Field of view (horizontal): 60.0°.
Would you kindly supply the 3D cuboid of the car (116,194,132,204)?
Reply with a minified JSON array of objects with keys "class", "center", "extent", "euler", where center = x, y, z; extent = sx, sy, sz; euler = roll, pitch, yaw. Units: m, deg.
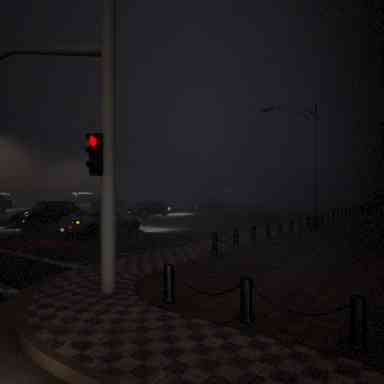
[{"class":"car","center":[-12.091,1.451,53.426],"extent":[1.970,1.475,3.806],"euler":[0,0,36]}]

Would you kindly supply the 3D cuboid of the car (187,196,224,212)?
[{"class":"car","center":[1.988,1.547,39.432],"extent":[2.128,1.511,4.902],"euler":[0,0,36]}]

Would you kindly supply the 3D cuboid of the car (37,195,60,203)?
[{"class":"car","center":[-28.057,1.419,65.126],"extent":[1.784,1.438,3.905],"euler":[0,0,36]}]

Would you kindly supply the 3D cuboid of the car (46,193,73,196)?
[{"class":"car","center":[-25.761,1.209,63.359],"extent":[1.932,1.855,4.605],"euler":[0,0,36]}]

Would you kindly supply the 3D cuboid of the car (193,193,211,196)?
[{"class":"car","center":[2.733,1.209,64.142],"extent":[1.932,1.855,4.605],"euler":[0,0,36]}]

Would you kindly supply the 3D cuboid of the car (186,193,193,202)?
[{"class":"car","center":[0.432,1.212,65.900],"extent":[1.905,1.878,3.866],"euler":[0,0,36]}]

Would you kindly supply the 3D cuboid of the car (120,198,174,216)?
[{"class":"car","center":[-4.070,1.560,31.145],"extent":[1.837,1.490,4.892],"euler":[0,0,36]}]

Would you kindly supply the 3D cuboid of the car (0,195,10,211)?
[{"class":"car","center":[-25.682,1.451,44.672],"extent":[1.970,1.475,3.806],"euler":[0,0,36]}]

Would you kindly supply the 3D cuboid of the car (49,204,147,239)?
[{"class":"car","center":[-4.864,1.581,17.839],"extent":[1.812,1.442,4.674],"euler":[0,0,36]}]

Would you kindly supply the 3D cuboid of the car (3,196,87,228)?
[{"class":"car","center":[-10.009,1.407,23.001],"extent":[2.097,1.767,4.553],"euler":[0,0,36]}]

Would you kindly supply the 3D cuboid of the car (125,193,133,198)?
[{"class":"car","center":[-15.403,1.212,77.490],"extent":[1.905,1.878,3.866],"euler":[0,0,36]}]

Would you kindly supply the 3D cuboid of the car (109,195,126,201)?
[{"class":"car","center":[-17.729,1.451,79.213],"extent":[1.970,1.475,3.806],"euler":[0,0,36]}]
